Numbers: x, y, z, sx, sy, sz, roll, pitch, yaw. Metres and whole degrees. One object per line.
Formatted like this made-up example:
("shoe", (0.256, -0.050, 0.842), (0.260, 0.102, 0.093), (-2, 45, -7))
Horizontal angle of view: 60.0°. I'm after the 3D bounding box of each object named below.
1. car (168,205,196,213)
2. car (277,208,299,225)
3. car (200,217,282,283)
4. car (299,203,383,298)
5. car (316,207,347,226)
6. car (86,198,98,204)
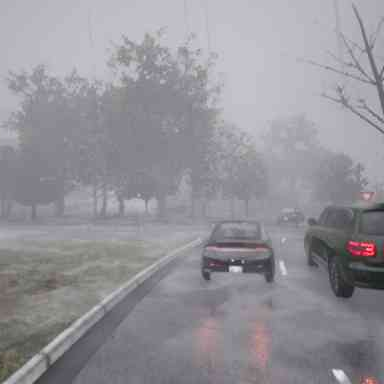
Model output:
("car", (-1.859, 2.995, 59.121), (5.008, 1.535, 1.882), (0, -2, 13))
("car", (8.800, 2.119, 29.624), (1.812, 1.442, 4.674), (-1, -2, 26))
("car", (1.439, 1.593, 10.021), (2.128, 1.511, 4.902), (0, -1, 10))
("car", (4.416, 1.297, 8.625), (2.150, 2.045, 5.566), (0, -1, 9))
("car", (12.357, 2.083, 29.287), (2.128, 1.511, 4.902), (-1, -2, 28))
("car", (-27.651, 2.555, 90.283), (1.946, 1.575, 5.366), (0, 2, -9))
